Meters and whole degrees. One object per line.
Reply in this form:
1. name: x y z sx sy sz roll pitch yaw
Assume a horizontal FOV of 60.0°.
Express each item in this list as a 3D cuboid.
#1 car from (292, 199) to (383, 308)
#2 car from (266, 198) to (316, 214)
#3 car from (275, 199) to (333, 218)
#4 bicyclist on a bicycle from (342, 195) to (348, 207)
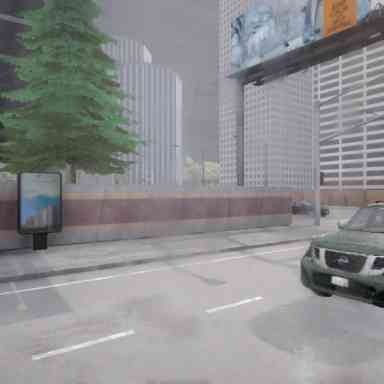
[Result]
1. car: 4.854 1.221 7.470 5.566 2.045 2.150 0 0 -36
2. car: 10.713 1.491 36.242 2.128 1.511 4.902 0 0 -35
3. car: 10.241 1.478 30.850 1.882 1.535 5.008 0 0 -35
4. bicyclist on a bicycle: 21.307 1.301 46.345 1.656 1.620 0.582 0 0 -35
